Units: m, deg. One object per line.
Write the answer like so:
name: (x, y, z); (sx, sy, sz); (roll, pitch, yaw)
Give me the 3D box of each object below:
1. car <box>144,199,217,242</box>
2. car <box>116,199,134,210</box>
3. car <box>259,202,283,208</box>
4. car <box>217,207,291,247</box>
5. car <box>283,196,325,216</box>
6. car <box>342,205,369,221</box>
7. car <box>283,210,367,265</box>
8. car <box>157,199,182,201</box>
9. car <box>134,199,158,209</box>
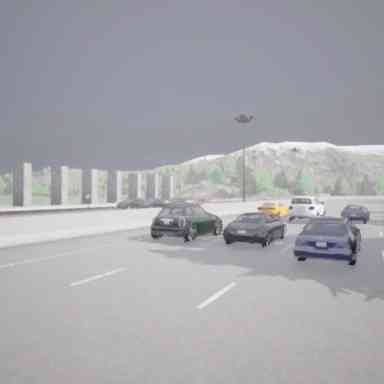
car: (-0.147, 1.441, 17.156); (2.097, 1.767, 4.553); (0, 0, 29)
car: (-8.403, 1.734, 46.024); (1.837, 1.490, 4.892); (0, 0, 29)
car: (7.625, 1.649, 31.341); (1.882, 1.535, 5.008); (0, 0, 29)
car: (3.068, 1.650, 15.737); (1.994, 1.385, 4.181); (0, 0, 29)
car: (9.576, 1.378, 27.666); (2.150, 2.045, 5.566); (0, 0, 29)
car: (13.345, 1.722, 27.224); (1.994, 1.385, 4.181); (0, 0, 29)
car: (5.039, 1.617, 12.078); (2.033, 1.411, 5.357); (0, 0, 29)
car: (-2.017, 1.724, 43.128); (1.837, 1.490, 4.892); (0, 1, 29)
car: (-5.220, 1.729, 44.559); (1.837, 1.490, 4.892); (0, 0, 29)
